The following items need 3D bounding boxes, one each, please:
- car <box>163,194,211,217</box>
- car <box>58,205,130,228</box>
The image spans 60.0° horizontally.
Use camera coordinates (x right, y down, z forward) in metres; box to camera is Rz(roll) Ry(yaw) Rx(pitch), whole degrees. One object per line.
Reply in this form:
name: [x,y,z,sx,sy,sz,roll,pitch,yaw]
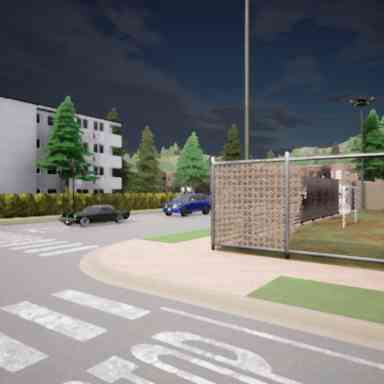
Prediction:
car: [-0.351,1.184,31.192,2.150,2.045,5.566,0,0,36]
car: [-6.496,1.564,22.484,1.895,1.301,4.718,0,0,35]
